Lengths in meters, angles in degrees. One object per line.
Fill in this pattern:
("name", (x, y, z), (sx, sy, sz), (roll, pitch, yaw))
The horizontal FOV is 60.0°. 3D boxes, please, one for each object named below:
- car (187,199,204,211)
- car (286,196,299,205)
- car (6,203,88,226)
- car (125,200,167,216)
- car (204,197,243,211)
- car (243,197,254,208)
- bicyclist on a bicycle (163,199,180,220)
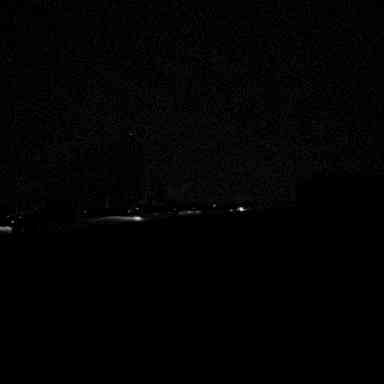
("car", (1.494, 1.526, 39.820), (1.895, 1.301, 4.718), (-1, -1, 35))
("car", (17.953, 1.456, 58.055), (1.882, 1.535, 5.008), (-1, -2, 35))
("car", (-10.007, 1.509, 23.495), (2.033, 1.411, 5.357), (-1, -1, 34))
("car", (-4.274, 1.465, 31.669), (1.812, 1.442, 4.674), (-1, -1, 35))
("car", (3.590, 1.441, 37.694), (1.994, 1.385, 4.181), (-1, -1, 35))
("car", (7.322, 1.468, 48.012), (1.812, 1.442, 4.674), (-1, -1, 36))
("bicyclist on a bicycle", (-1.537, 1.328, 25.170), (1.656, 1.620, 0.582), (0, 0, 35))
